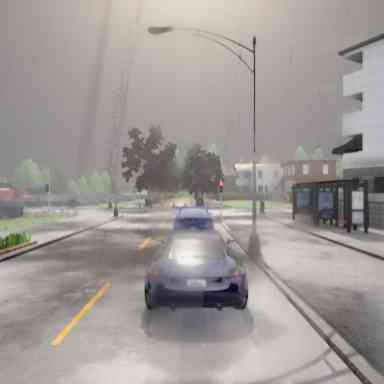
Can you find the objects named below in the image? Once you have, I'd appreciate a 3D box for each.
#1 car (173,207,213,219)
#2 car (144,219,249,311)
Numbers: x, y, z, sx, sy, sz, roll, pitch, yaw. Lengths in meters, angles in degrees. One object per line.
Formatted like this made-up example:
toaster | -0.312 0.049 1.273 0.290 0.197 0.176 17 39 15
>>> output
car | 0.076 1.469 16.810 1.882 1.535 5.008 0 0 0
car | 0.088 1.560 7.827 1.994 1.385 4.181 0 0 0
